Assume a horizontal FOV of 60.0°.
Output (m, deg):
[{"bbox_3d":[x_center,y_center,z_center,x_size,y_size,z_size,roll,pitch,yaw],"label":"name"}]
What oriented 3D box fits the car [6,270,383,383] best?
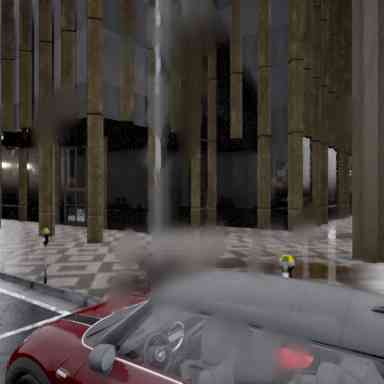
[{"bbox_3d":[0.175,1.440,2.839,4.097,1.590,1.967,0,0,36],"label":"car"}]
